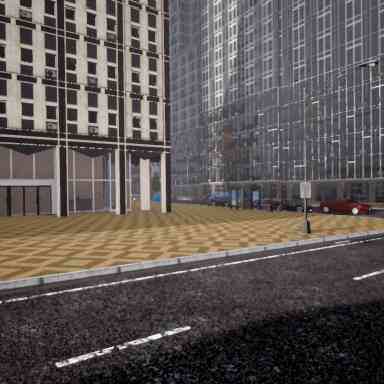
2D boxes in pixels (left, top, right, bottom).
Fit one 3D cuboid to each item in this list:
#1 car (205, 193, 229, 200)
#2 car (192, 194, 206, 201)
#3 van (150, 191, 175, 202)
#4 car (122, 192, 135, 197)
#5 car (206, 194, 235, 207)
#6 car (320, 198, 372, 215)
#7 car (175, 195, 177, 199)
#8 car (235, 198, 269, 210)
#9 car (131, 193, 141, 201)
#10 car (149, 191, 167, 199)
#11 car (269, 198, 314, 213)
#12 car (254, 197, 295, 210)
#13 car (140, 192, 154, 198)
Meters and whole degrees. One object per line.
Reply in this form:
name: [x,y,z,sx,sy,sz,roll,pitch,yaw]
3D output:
car: [4.405,1.250,49.133,1.994,1.385,4.181,-1,1,-34]
car: [1.664,1.054,63.393,1.802,1.307,4.206,0,1,-34]
van: [-5.252,0.945,58.659,1.690,1.788,3.998,0,1,-34]
car: [-17.595,0.699,91.535,2.008,1.369,4.403,0,1,-34]
car: [4.332,1.327,44.562,1.947,1.339,4.313,0,1,-34]
car: [15.267,1.338,33.235,1.882,1.535,5.008,-1,1,-34]
car: [-4.756,0.947,72.775,1.802,1.307,4.206,0,1,-34]
car: [7.493,1.396,39.839,1.802,1.307,4.206,0,1,-34]
car: [-11.672,1.048,68.043,2.008,1.369,4.403,0,1,-34]
car: [-7.966,0.626,77.462,2.192,1.841,5.009,0,1,-34]
car: [10.689,1.432,35.137,1.947,1.339,4.313,0,1,-34]
car: [10.049,1.378,40.879,1.895,1.301,4.718,-1,1,-35]
car: [-11.176,0.697,82.153,1.967,1.590,4.097,0,1,-34]
